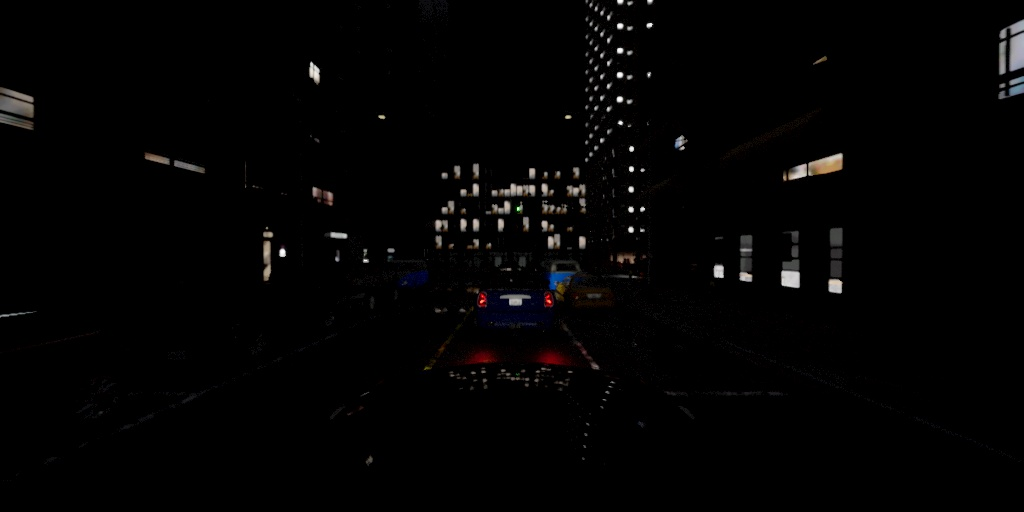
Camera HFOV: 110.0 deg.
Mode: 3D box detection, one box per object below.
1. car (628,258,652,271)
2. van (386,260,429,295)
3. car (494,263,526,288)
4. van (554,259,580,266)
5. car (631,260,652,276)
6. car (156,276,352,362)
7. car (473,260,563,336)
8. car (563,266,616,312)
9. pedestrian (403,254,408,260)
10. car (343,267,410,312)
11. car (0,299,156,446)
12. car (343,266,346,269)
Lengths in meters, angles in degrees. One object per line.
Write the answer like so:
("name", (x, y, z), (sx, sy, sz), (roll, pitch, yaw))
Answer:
("car", (15.228, 1.078, 38.783), (5.009, 1.841, 2.192), (0, 0, 0))
("van", (-5.694, 1.083, 19.471), (1.690, 1.789, 3.998), (0, 0, 0))
("car", (-0.236, 1.257, 24.671), (1.837, 1.490, 4.892), (0, -1, -4))
("van", (2.687, 1.083, 19.443), (1.690, 1.789, 3.998), (0, 0, 0))
("car", (14.670, 1.361, 36.186), (4.181, 1.385, 1.994), (0, 1, 0))
("car", (-5.692, 1.313, 8.267), (1.948, 1.339, 4.313), (0, 0, 0))
("car", (0.087, 1.098, 10.574), (2.097, 1.767, 4.553), (0, 0, 0))
("car", (2.688, 1.270, 14.011), (1.751, 1.417, 4.829), (0, 0, 0))
("pedestrian", (-12.398, 0.626, 41.871), (0.375, 1.860, 0.375), (0, 1, 0))
("car", (-5.693, 1.295, 13.869), (2.007, 1.370, 4.403), (0, 0, 0))
("car", (-5.691, 1.189, 2.665), (1.967, 1.591, 4.097), (0, 0, 0))
("car", (-18.450, 0.898, 33.173), (5.566, 2.045, 2.150), (0, 1, 0))
